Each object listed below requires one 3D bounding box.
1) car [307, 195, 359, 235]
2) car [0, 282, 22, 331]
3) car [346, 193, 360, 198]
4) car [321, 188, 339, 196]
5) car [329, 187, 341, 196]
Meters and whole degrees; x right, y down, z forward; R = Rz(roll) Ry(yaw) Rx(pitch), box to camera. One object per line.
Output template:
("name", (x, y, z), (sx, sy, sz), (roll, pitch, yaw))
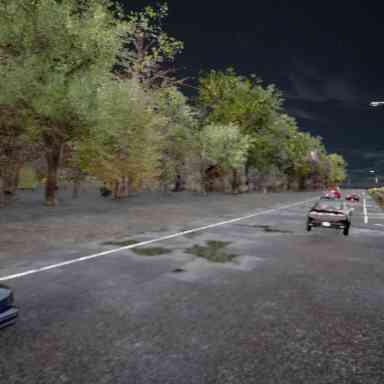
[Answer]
("car", (7.080, 1.175, 16.907), (2.128, 1.511, 4.902), (3, 2, 27))
("car", (-4.247, 1.296, 2.546), (2.033, 1.411, 5.357), (3, 2, 27))
("car", (25.307, 0.770, 52.316), (1.895, 1.301, 4.718), (3, 2, 27))
("car", (21.498, 0.575, 52.531), (2.033, 1.411, 5.357), (3, 2, 28))
("car", (27.584, 0.073, 64.553), (2.150, 2.045, 5.566), (3, 2, 27))
